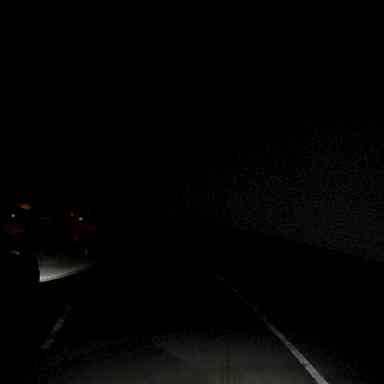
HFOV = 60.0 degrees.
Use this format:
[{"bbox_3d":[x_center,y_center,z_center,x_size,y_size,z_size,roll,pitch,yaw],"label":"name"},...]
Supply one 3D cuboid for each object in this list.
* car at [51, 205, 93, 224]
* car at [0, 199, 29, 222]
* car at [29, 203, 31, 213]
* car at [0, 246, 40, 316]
[{"bbox_3d":[-9.347,1.635,25.662,1.895,1.301,4.718,0,0,-37],"label":"car"},{"bbox_3d":[-15.316,1.575,27.439,1.837,1.490,4.892,0,0,-40],"label":"car"},{"bbox_3d":[-19.915,1.566,37.890,1.882,1.535,5.008,0,0,-42],"label":"car"},{"bbox_3d":[-4.295,1.585,6.044,1.994,1.385,4.181,0,0,-9],"label":"car"}]
